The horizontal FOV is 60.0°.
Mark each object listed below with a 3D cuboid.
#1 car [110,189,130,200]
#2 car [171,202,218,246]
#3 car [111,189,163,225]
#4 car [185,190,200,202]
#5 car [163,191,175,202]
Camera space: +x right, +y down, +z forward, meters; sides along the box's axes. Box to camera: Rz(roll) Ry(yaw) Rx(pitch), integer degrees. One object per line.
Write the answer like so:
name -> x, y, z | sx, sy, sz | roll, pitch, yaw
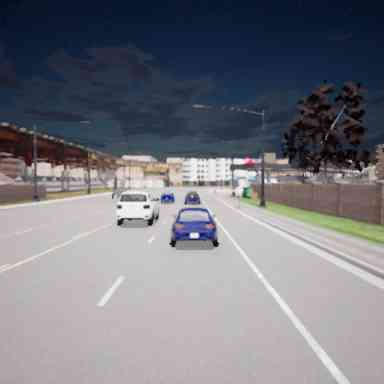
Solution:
car -> -10.536, 0.313, 48.800 | 1.837, 1.490, 4.892 | 0, 2, 0
car -> 0.089, 1.364, 14.191 | 1.812, 1.442, 4.674 | 0, 1, 0
car -> -3.416, 0.977, 21.721 | 2.150, 2.045, 5.566 | 0, 1, 0
car -> 0.067, 0.608, 45.465 | 2.097, 1.767, 4.553 | 0, 2, 0
car -> -3.435, 0.654, 48.098 | 1.882, 1.535, 5.008 | 0, 2, 0
